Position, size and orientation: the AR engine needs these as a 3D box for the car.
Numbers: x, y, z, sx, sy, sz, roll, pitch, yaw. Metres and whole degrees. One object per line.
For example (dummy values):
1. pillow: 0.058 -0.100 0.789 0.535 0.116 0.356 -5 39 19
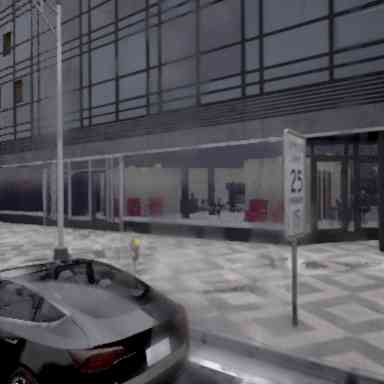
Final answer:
1. car: -2.032 1.581 4.376 4.313 1.339 1.947 -1 0 35
